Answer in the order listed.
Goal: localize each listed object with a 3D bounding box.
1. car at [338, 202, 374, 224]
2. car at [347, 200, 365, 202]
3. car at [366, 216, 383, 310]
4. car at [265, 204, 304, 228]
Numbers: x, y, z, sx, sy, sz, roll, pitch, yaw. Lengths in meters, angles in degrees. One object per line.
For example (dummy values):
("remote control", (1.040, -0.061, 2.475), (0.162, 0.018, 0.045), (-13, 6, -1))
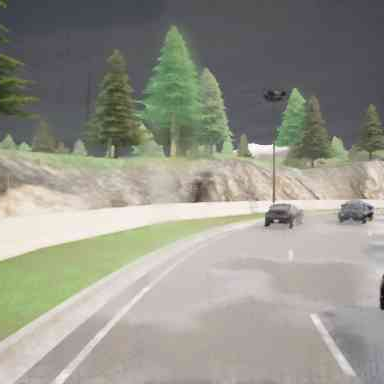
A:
("car", (12.958, 1.725, 26.100), (1.895, 1.301, 4.718), (0, 0, 37))
("car", (18.389, 1.654, 36.962), (5.008, 1.535, 1.882), (1, 0, -40))
("car", (4.183, 1.390, 3.943), (2.097, 1.767, 4.553), (1, 0, 5))
("car", (6.393, 1.570, 22.796), (1.837, 1.490, 4.892), (0, 0, 29))
